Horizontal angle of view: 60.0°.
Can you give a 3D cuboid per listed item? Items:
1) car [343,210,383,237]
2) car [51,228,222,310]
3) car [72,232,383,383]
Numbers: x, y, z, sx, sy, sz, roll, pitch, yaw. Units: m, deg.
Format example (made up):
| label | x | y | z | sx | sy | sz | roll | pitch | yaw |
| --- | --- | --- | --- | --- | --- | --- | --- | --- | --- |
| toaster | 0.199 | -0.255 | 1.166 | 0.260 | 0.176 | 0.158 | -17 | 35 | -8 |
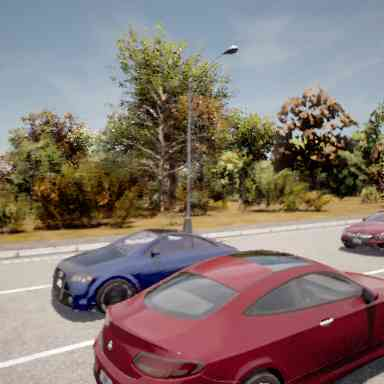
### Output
| label | x | y | z | sx | sy | sz | roll | pitch | yaw |
| --- | --- | --- | --- | --- | --- | --- | --- | --- | --- |
| car | 7.732 | 1.380 | 12.601 | 4.674 | 1.442 | 1.812 | -1 | 1 | -29 |
| car | -0.842 | 1.544 | 7.416 | 4.181 | 1.385 | 1.994 | 0 | 0 | -33 |
| car | 1.124 | 1.517 | 4.304 | 4.674 | 1.442 | 1.812 | 0 | 0 | -34 |
